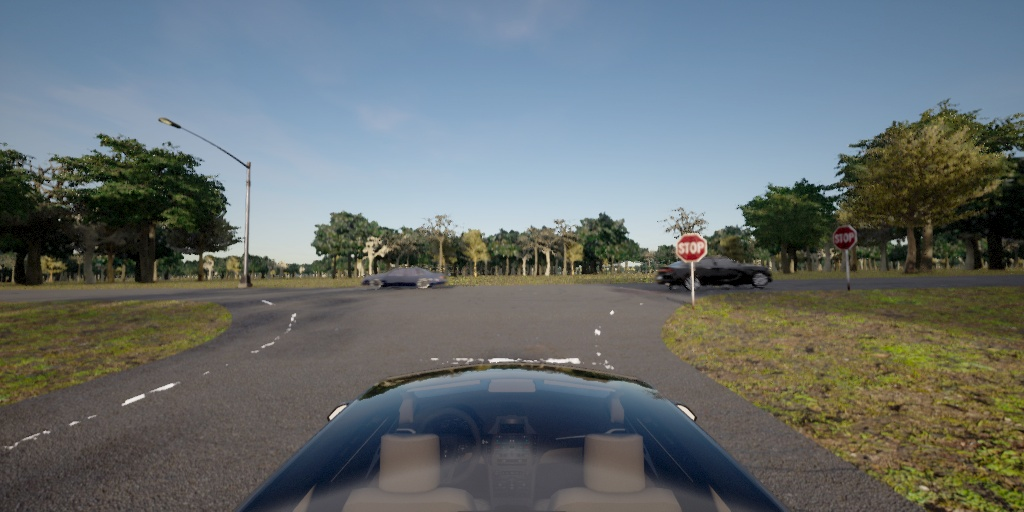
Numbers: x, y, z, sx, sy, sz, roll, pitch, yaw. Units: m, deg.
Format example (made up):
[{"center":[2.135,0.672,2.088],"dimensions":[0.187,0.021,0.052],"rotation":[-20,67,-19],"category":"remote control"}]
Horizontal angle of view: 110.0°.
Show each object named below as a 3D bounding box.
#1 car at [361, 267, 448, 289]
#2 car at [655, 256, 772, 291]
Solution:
[{"center":[-6.923,1.454,23.486],"dimensions":[5.357,1.411,2.033],"rotation":[0,-3,0],"category":"car"},{"center":[9.297,0.756,16.705],"dimensions":[5.008,1.535,1.882],"rotation":[-2,-2,-1],"category":"car"}]
